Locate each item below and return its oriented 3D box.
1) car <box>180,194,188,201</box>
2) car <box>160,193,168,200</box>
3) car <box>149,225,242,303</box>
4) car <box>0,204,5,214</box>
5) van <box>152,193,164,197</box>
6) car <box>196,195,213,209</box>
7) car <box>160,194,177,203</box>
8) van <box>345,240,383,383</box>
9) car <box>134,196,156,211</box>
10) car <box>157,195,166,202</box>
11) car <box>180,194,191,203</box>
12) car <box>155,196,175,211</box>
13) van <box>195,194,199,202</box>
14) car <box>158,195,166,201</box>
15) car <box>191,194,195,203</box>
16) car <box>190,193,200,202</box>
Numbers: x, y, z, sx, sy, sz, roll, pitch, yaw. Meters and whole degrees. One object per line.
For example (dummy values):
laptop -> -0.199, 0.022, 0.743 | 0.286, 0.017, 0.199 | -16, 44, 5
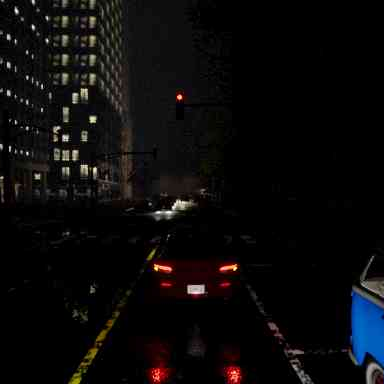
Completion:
car -> -1.900, 1.265, 80.591 | 1.882, 1.535, 5.008 | 0, 0, -3
car -> -8.075, 1.252, 95.196 | 2.192, 1.841, 5.009 | 0, 0, -3
car -> 0.054, 1.525, 8.080 | 1.812, 1.442, 4.674 | 0, 0, 0
car -> -18.220, 1.377, 28.510 | 4.206, 1.307, 1.802 | 1, 0, 3
van -> -6.625, 1.314, 61.941 | 1.690, 1.788, 3.998 | 0, 0, -2
car -> 1.899, 1.510, 45.860 | 1.752, 1.417, 4.829 | 0, 0, -2
car -> -3.701, 1.480, 52.282 | 1.837, 1.490, 4.892 | 0, 2, -2
van -> 2.558, 1.341, 2.145 | 1.690, 1.788, 3.998 | 0, 0, 0
car -> -5.832, 1.539, 39.770 | 2.008, 1.369, 4.403 | 0, 0, -1
car -> -7.276, 1.501, 78.571 | 1.887, 1.381, 4.507 | 0, 0, -2
car -> -1.481, 1.552, 70.616 | 1.895, 1.301, 4.718 | 0, 0, -2
car -> -3.407, 1.552, 40.432 | 1.994, 1.385, 4.181 | 0, 0, -3
van -> 1.748, 1.322, 51.233 | 1.690, 1.788, 3.998 | 0, 0, -2
car -> -7.528, 1.533, 84.115 | 1.802, 1.307, 4.206 | 0, 0, -3
car -> 1.185, 1.492, 68.026 | 1.752, 1.417, 4.829 | 0, 0, -2
car -> 0.740, 1.271, 78.945 | 2.192, 1.841, 5.009 | 0, 0, -3
